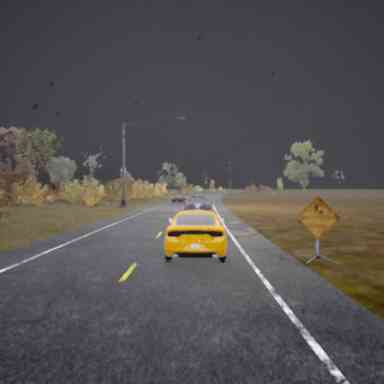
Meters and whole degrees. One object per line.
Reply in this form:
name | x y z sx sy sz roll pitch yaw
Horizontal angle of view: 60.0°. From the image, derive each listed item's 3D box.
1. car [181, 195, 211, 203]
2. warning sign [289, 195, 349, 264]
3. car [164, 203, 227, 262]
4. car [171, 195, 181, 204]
car | 0.505 1.098 27.372 2.097 1.767 4.553 0 0 2
warning sign | 3.597 1.029 9.556 1.300 1.860 1.060 0 1 1
car | 0.150 1.370 11.807 1.882 1.535 5.008 0 0 1
car | -2.106 1.127 50.623 1.895 1.301 4.718 0 1 4
